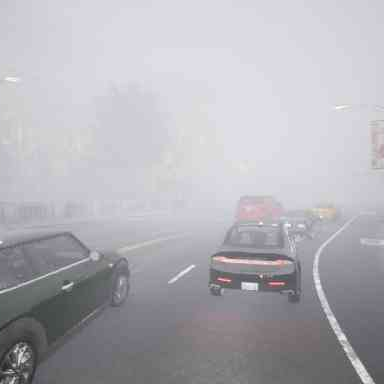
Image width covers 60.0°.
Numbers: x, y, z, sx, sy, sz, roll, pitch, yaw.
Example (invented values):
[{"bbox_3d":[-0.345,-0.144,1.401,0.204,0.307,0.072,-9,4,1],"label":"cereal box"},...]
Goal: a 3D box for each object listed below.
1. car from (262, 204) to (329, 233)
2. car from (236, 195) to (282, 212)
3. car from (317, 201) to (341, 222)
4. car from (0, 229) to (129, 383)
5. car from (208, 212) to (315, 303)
[{"bbox_3d":[5.551,1.547,17.309,2.033,1.411,5.357,0,0,29],"label":"car"},{"bbox_3d":[4.860,1.221,23.133,2.150,2.045,5.566,0,0,30],"label":"car"},{"bbox_3d":[10.572,1.456,26.265,1.801,1.575,5.366,0,0,30],"label":"car"},{"bbox_3d":[-2.602,1.351,5.229,2.097,1.767,4.553,0,0,9],"label":"car"},{"bbox_3d":[1.691,1.492,8.355,2.128,1.511,4.902,0,0,15],"label":"car"}]
